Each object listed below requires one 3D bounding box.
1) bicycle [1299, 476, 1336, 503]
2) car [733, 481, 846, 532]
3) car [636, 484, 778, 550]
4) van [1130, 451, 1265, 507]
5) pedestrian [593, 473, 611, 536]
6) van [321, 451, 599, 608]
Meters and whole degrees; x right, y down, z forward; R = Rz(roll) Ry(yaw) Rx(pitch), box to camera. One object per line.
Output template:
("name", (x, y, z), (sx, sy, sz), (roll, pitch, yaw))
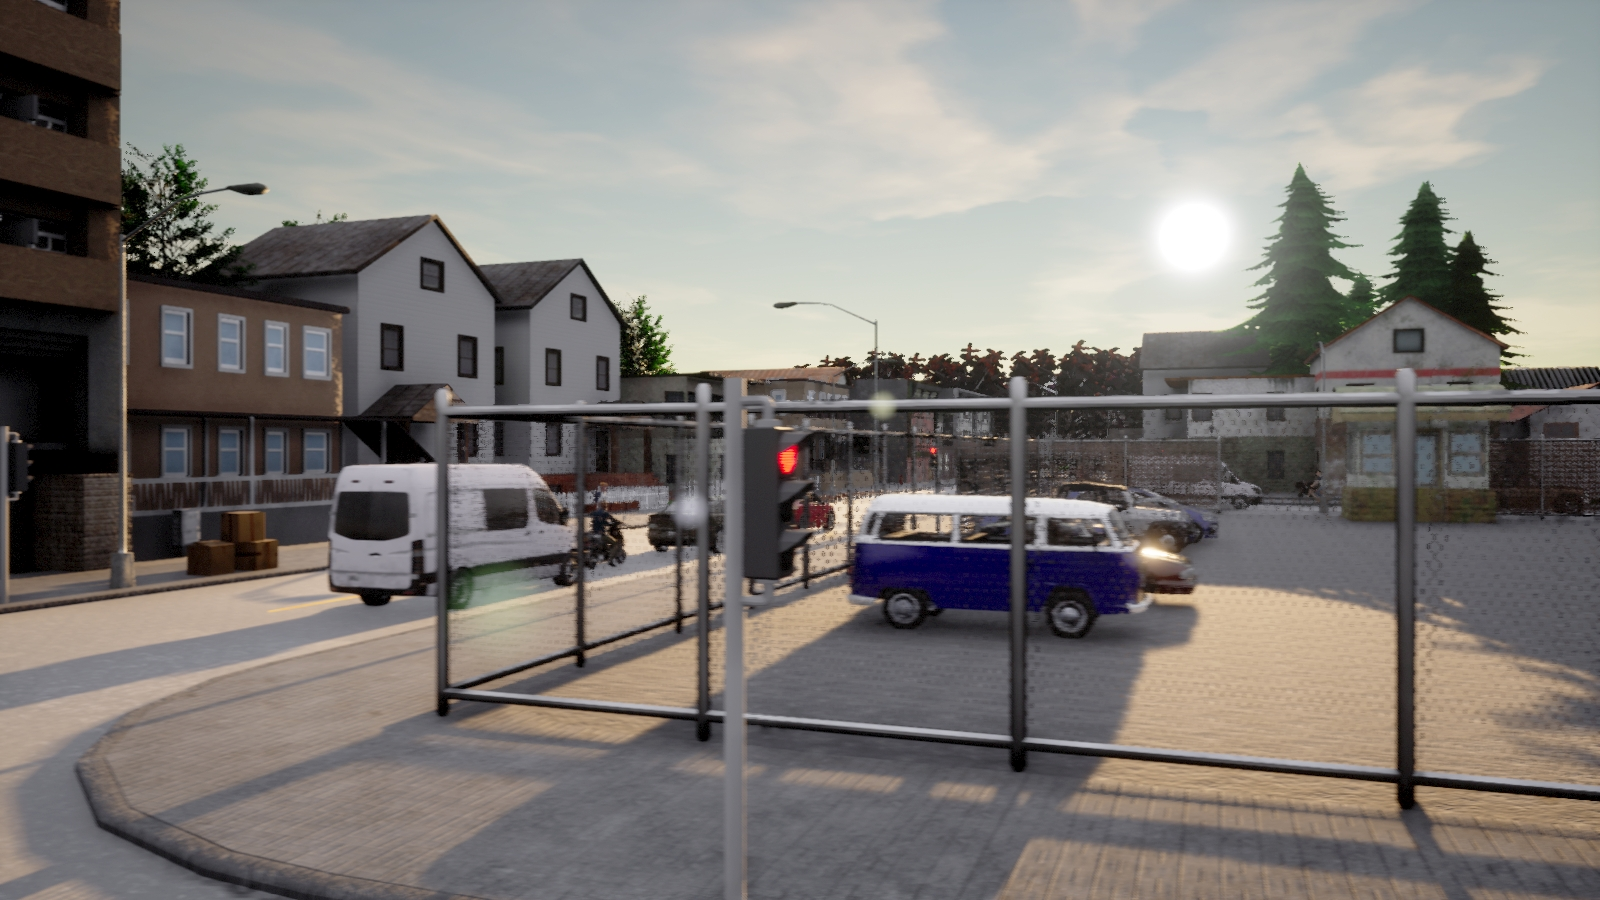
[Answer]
("bicycle", (25.281, 1.936, 55.836), (1.643, 1.296, 0.373), (0, 0, 20))
("car", (-0.255, 1.841, 38.478), (2.231, 1.480, 4.892), (0, 0, 20))
("car", (-2.499, 1.814, 32.287), (2.097, 1.535, 5.006), (0, 0, 20))
("van", (18.722, 1.315, 53.952), (5.915, 2.561, 1.988), (0, 0, 20))
("pedestrian", (-5.922, 1.628, 34.111), (0.375, 1.860, 0.375), (0, 0, 30))
("van", (-6.246, 1.315, 21.961), (1.988, 2.561, 5.915), (0, 0, 20))
